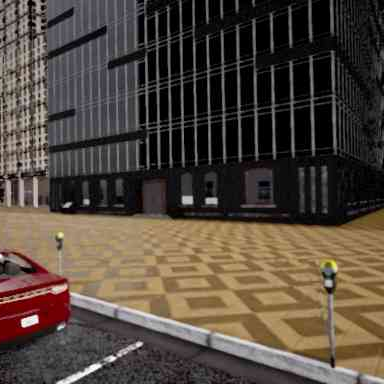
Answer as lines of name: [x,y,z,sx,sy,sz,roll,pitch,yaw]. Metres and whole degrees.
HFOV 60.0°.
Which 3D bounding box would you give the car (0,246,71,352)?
car: [-3.961,1.595,5.712,4.507,1.381,1.887,-1,-1,36]
